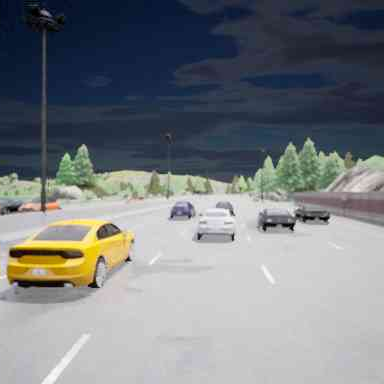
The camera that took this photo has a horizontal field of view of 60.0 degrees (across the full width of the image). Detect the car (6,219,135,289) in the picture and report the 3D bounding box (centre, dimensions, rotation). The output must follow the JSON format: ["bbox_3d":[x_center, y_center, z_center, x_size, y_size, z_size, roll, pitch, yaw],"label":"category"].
[{"bbox_3d":[-2.961,1.486,9.263,1.882,1.535,5.008,0,0,4],"label":"car"}]

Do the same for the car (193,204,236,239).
[{"bbox_3d":[1.309,1.568,17.424,1.812,1.442,4.674,0,0,6],"label":"car"}]

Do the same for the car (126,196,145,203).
[{"bbox_3d":[-8.803,1.430,52.352,2.097,1.767,4.553,0,0,7],"label":"car"}]

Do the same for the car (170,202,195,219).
[{"bbox_3d":[-0.782,1.587,29.901,1.812,1.442,4.674,0,0,7],"label":"car"}]

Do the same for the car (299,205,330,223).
[{"bbox_3d":[9.383,1.696,26.469,1.895,1.301,4.718,0,0,7],"label":"car"}]

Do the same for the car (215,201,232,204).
[{"bbox_3d":[3.291,1.651,34.555,1.994,1.385,4.181,0,0,7],"label":"car"}]

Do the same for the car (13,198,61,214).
[{"bbox_3d":[-14.774,1.362,32.459,2.097,1.767,4.553,0,0,7],"label":"car"}]

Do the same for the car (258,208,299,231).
[{"bbox_3d":[5.243,1.668,21.193,1.895,1.301,4.718,0,0,7],"label":"car"}]

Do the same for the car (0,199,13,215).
[{"bbox_3d":[-18.235,1.489,32.994,2.128,1.511,4.902,0,0,7],"label":"car"}]
